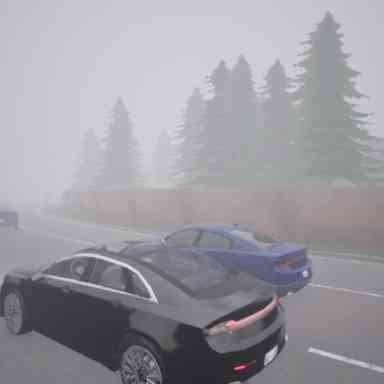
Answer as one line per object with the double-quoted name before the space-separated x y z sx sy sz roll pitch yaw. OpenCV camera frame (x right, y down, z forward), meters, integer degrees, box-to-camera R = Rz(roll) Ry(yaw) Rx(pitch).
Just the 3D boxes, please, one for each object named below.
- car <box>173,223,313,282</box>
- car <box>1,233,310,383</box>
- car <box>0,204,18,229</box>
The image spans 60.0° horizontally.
"car" 0.377 1.509 8.315 5.008 1.535 1.882 0 0 38
"car" -1.075 1.507 5.009 4.902 1.511 2.128 0 0 38
"car" -12.465 1.509 21.045 1.882 1.535 5.008 0 0 -40
